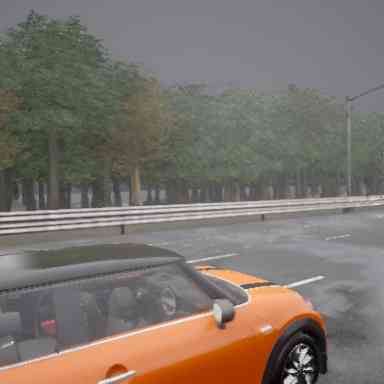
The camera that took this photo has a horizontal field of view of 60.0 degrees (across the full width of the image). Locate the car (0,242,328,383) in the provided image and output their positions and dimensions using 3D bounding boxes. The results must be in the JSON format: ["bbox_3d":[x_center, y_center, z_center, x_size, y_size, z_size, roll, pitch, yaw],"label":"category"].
[{"bbox_3d":[-0.648,1.331,3.404,4.553,1.767,2.097,-1,1,-35],"label":"car"}]
